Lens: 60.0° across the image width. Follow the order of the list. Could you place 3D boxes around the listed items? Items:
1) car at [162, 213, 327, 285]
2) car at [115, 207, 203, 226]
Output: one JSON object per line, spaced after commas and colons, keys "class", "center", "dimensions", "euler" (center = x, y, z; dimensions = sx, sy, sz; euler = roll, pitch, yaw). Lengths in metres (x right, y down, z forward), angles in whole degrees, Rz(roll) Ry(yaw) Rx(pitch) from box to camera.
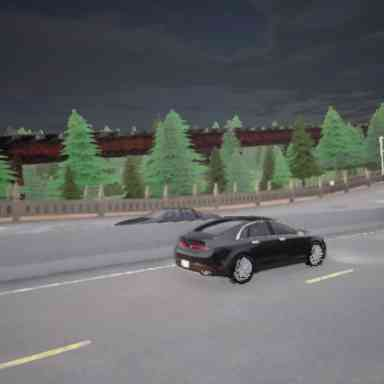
{"class": "car", "center": [1.808, 1.430, 9.335], "dimensions": [4.892, 1.490, 1.837], "euler": [-1, 0, -36]}
{"class": "car", "center": [-1.007, 1.455, 16.050], "dimensions": [5.357, 1.411, 2.033], "euler": [-1, 0, -35]}
